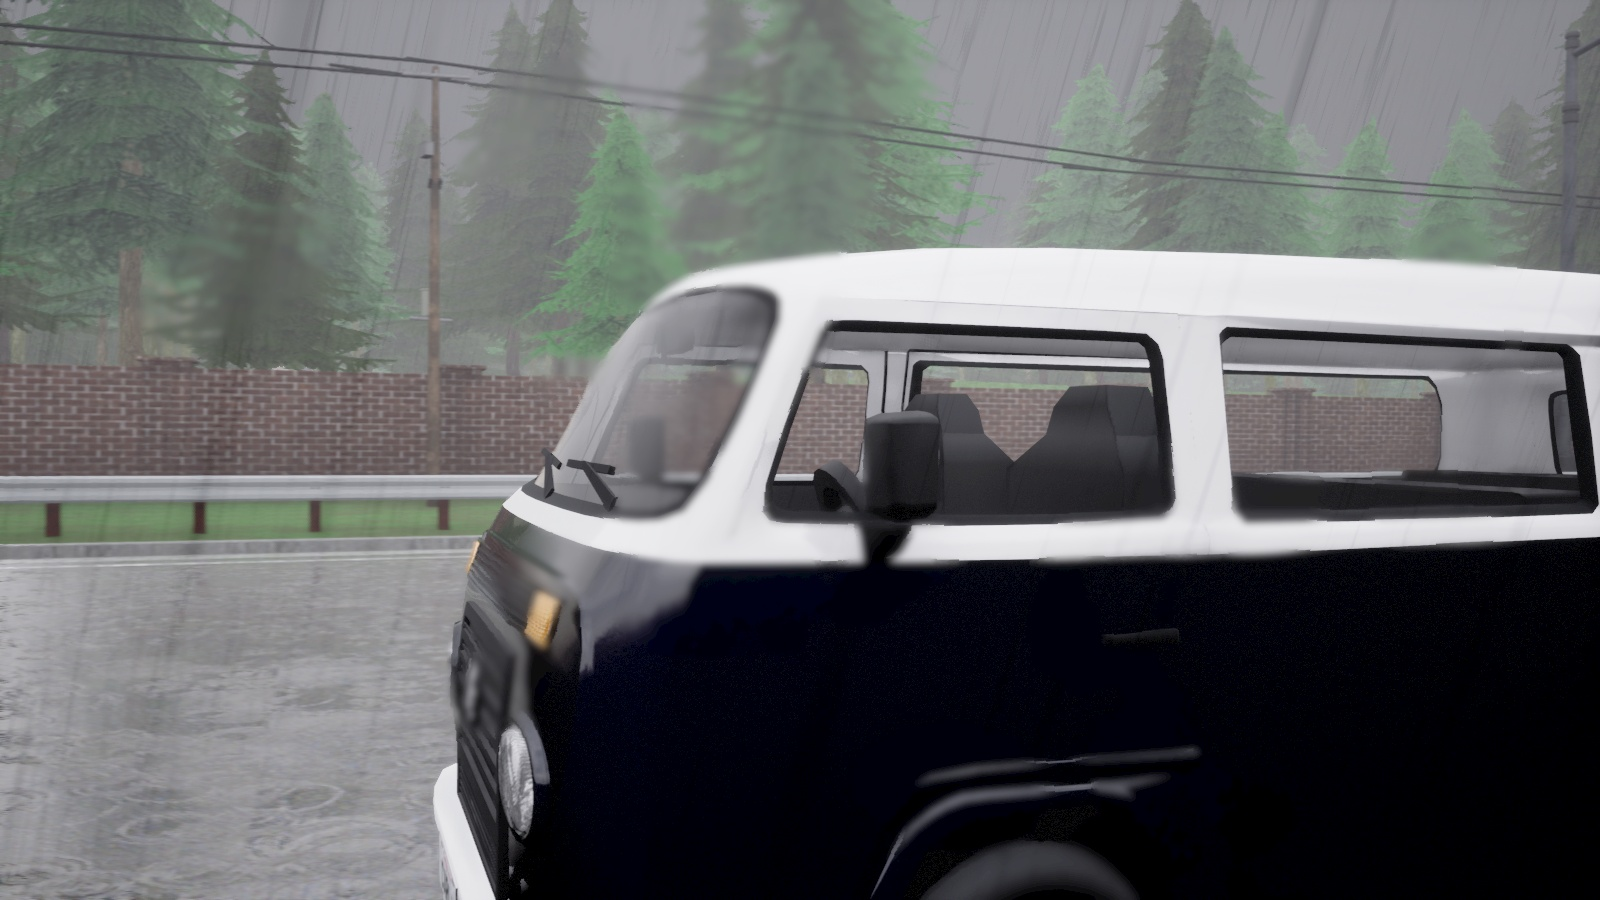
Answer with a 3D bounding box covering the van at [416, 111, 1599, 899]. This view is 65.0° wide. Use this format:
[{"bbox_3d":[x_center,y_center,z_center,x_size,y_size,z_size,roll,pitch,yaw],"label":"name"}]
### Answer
[{"bbox_3d":[1.286,0.447,3.724,4.480,2.038,2.069,-1,1,-21],"label":"van"}]
